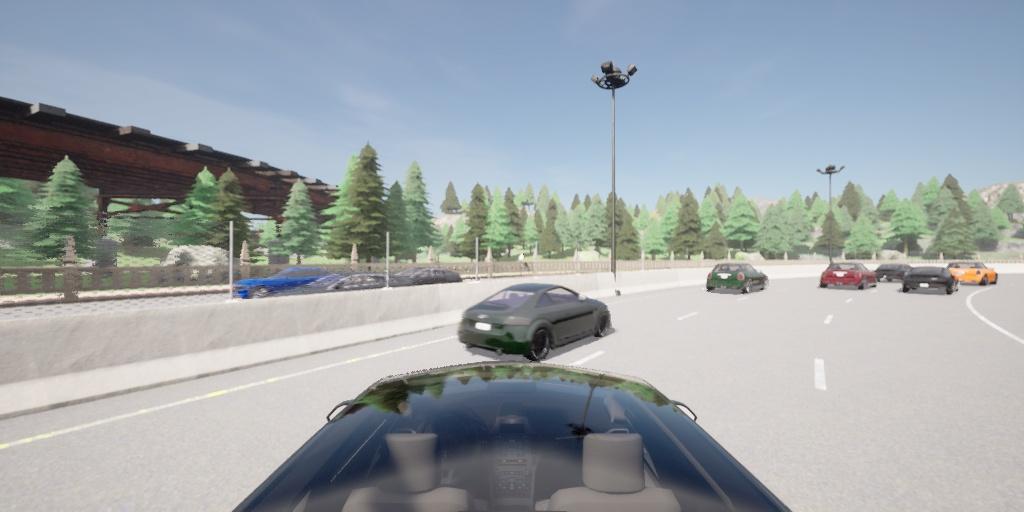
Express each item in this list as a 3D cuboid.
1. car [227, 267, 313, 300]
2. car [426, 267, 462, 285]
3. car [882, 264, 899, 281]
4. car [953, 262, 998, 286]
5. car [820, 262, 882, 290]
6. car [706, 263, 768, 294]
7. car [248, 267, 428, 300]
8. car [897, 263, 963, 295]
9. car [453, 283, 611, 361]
[{"bbox_3d":[-10.509,1.294,17.222,1.882,1.535,5.008,-1,0,39],"label":"car"},{"bbox_3d":[-4.794,1.314,18.537,2.128,1.511,4.902,0,0,42],"label":"car"},{"bbox_3d":[31.157,1.384,29.053,4.892,1.490,1.837,0,0,-28],"label":"car"},{"bbox_3d":[33.652,1.219,26.412,4.553,1.767,2.097,0,0,-28],"label":"car"},{"bbox_3d":[22.173,1.204,23.556,4.553,1.767,2.097,0,0,-35],"label":"car"},{"bbox_3d":[13.412,1.192,21.285,4.553,1.767,2.097,0,0,-40],"label":"car"},{"bbox_3d":[-5.598,1.286,12.152,2.128,1.511,4.902,0,0,39],"label":"car"},{"bbox_3d":[24.316,1.346,20.813,4.892,1.490,1.837,0,0,-35],"label":"car"},{"bbox_3d":[0.712,1.344,8.498,1.994,1.385,4.181,0,0,39],"label":"car"}]
